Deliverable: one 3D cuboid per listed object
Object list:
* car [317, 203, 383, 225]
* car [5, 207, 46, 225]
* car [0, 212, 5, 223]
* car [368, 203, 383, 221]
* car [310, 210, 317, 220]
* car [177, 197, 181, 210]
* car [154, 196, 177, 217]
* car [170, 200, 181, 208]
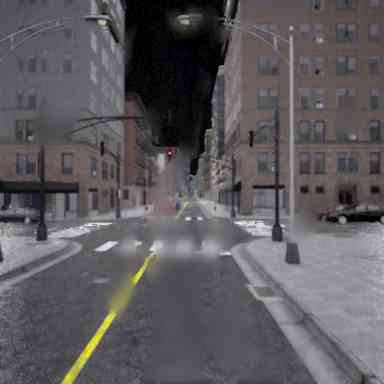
[{"bbox_3d":[12.434,1.604,24.900,5.008,1.535,1.882,-1,-1,-1],"label":"car"},{"bbox_3d":[-14.614,1.984,27.841,4.403,1.369,2.008,-1,0,0],"label":"car"},{"bbox_3d":[-15.311,1.880,21.890,4.674,1.442,1.812,-1,-1,2],"label":"car"},{"bbox_3d":[17.470,1.643,27.604,4.829,1.417,1.752,-1,0,0],"label":"car"},{"bbox_3d":[12.148,1.713,27.643,4.507,1.381,1.887,-1,0,0],"label":"car"},{"bbox_3d":[-3.072,1.697,50.746,2.150,2.045,5.566,0,-1,0],"label":"car"},{"bbox_3d":[-2.970,1.576,36.762,2.150,2.045,5.566,0,0,-3],"label":"car"},{"bbox_3d":[-3.017,2.157,61.316,1.895,1.301,4.718,0,0,1],"label":"car"}]
